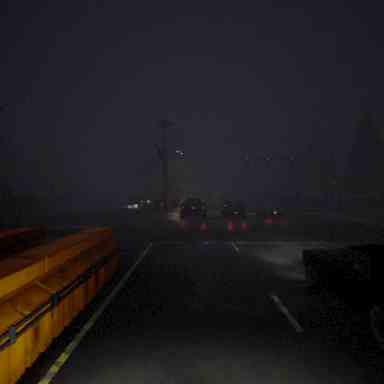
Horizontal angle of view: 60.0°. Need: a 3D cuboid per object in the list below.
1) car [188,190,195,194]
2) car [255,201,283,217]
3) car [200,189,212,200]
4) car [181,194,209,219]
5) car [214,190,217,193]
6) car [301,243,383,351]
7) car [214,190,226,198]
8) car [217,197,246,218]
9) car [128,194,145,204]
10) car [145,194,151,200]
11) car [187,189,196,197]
[{"bbox_3d":[-0.060,1.057,77.978,2.128,1.511,4.902,0,3,0],"label":"car"},{"bbox_3d":[7.114,1.520,30.749,1.812,1.442,4.674,0,0,0],"label":"car"},{"bbox_3d":[3.440,0.889,77.955,2.097,1.767,4.553,0,3,0],"label":"car"},{"bbox_3d":[0.110,1.347,29.469,2.097,1.767,4.553,0,0,0],"label":"car"},{"bbox_3d":[6.890,0.219,88.025,1.882,1.535,5.008,0,7,0],"label":"car"},{"bbox_3d":[3.572,1.600,6.089,1.895,1.301,4.718,0,0,0],"label":"car"},{"bbox_3d":[6.940,1.056,78.012,1.812,1.442,4.674,0,3,0],"label":"car"},{"bbox_3d":[3.612,1.486,29.742,2.128,1.511,4.902,0,0,0],"label":"car"},{"bbox_3d":[-10.513,1.482,61.012,2.128,1.511,4.902,0,0,0],"label":"car"},{"bbox_3d":[-10.553,1.128,76.443,1.812,1.442,4.674,0,2,0],"label":"car"},{"bbox_3d":[-0.110,0.266,87.996,2.128,1.511,4.902,0,7,0],"label":"car"}]
